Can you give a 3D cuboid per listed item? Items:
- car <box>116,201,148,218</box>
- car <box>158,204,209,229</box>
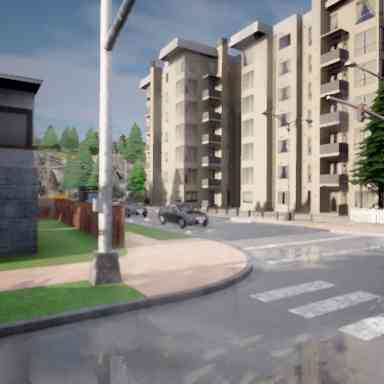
[{"bbox_3d":[-5.791,1.593,31.504,2.128,1.511,4.902,0,0,-31],"label":"car"},{"bbox_3d":[-0.674,1.591,22.834,2.128,1.511,4.902,0,0,-31],"label":"car"}]
